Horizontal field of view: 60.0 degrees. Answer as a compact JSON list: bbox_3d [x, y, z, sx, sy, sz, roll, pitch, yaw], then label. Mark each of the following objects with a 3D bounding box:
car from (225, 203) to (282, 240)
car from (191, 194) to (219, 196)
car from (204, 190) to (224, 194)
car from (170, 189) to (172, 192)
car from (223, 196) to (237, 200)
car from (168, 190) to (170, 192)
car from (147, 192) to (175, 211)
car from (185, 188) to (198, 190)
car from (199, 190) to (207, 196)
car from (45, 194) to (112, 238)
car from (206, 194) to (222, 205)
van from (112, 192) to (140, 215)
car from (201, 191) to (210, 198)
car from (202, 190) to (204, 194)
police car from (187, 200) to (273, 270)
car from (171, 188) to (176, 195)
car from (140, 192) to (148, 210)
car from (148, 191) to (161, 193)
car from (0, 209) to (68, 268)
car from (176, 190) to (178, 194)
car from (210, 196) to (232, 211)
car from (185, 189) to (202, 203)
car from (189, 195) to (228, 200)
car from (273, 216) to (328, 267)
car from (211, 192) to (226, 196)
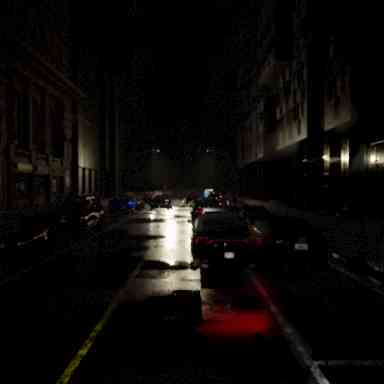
[{"bbox_3d":[2.805,1.312,16.148,1.947,1.339,4.313,0,1,0],"label":"car"},{"bbox_3d":[0.965,1.115,26.400,1.812,1.442,4.674,0,1,0],"label":"car"},{"bbox_3d":[2.861,0.720,38.550,2.192,1.841,5.009,0,1,0],"label":"car"},{"bbox_3d":[-5.596,0.551,66.566,1.947,1.339,4.313,0,1,0],"label":"car"},{"bbox_3d":[2.819,1.211,21.749,2.008,1.369,4.403,0,1,0],"label":"car"},{"bbox_3d":[-5.609,0.651,60.965,1.802,1.307,4.206,0,1,0],"label":"car"},{"bbox_3d":[-3.003,1.017,32.797,1.812,1.442,4.674,0,1,0],"label":"car"},{"bbox_3d":[0.166,0.217,67.291,2.150,2.045,5.566,0,1,0],"label":"car"},{"bbox_3d":[2.985,0.199,88.967,1.887,1.381,4.507,0,1,0],"label":"car"},{"bbox_3d":[-5.719,1.061,16.153,2.192,1.841,5.009,0,1,0],"label":"car"},{"bbox_3d":[2.874,0.902,44.156,1.802,1.307,4.206,0,1,0],"label":"car"},{"bbox_3d":[-5.692,0.916,27.355,1.690,1.788,3.998,0,1,0],"label":"van"},{"bbox_3d":[2.943,0.484,72.163,1.802,1.307,4.206,0,1,0],"label":"car"},{"bbox_3d":[2.888,0.759,49.926,1.752,1.417,4.829,0,1,0],"label":"car"},{"bbox_3d":[0.885,1.259,10.507,1.930,1.638,5.238,0,1,0],"label":"police car"},{"bbox_3d":[-5.568,0.370,77.768,2.008,1.369,4.403,0,1,0],"label":"car"},{"bbox_3d":[-5.679,1.017,32.788,1.752,1.417,4.829,0,1,0],"label":"car"},{"bbox_3d":[-5.651,0.761,44.160,1.967,1.590,4.097,0,1,0],"label":"car"},{"bbox_3d":[-5.734,1.415,10.555,1.802,1.307,4.206,0,1,0],"label":"car"},{"bbox_3d":[-5.540,0.199,88.970,1.887,1.381,4.507,0,1,0],"label":"car"},{"bbox_3d":[2.846,1.071,32.952,1.802,1.307,4.206,0,1,0],"label":"car"},{"bbox_3d":[0.137,0.783,47.047,1.837,1.490,4.892,0,1,1],"label":"car"},{"bbox_3d":[0.891,1.186,20.401,1.837,1.490,4.892,0,1,0],"label":"car"},{"bbox_3d":[2.791,1.398,10.547,1.947,1.339,4.313,0,1,0],"label":"car"},{"bbox_3d":[2.833,1.014,27.349,1.967,1.590,4.097,0,1,0],"label":"car"}]
